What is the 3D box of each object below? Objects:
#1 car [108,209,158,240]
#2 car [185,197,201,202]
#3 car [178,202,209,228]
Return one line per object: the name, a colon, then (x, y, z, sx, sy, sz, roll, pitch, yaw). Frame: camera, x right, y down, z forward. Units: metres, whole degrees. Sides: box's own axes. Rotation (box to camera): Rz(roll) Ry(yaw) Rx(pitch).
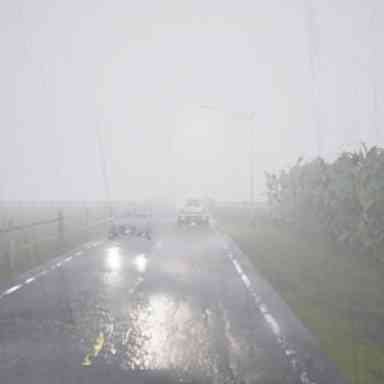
car: (-2.825, 1.556, 16.644, 1.994, 1.385, 4.181, 0, 0, 0)
car: (0.086, 1.472, 42.774, 1.837, 1.490, 4.892, 0, 0, 0)
car: (0.084, 1.588, 21.927, 1.895, 1.301, 4.718, 0, 0, 0)
